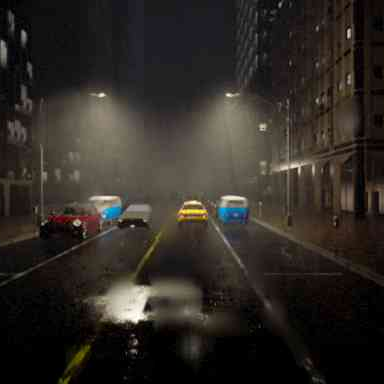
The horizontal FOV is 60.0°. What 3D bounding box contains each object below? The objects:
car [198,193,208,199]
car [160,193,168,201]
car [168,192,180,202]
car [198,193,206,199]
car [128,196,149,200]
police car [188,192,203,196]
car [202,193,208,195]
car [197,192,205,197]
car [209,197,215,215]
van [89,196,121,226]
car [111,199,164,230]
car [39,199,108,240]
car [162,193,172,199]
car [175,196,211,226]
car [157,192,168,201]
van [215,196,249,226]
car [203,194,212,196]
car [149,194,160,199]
[{"bbox_3d":[2.517,0.926,77.418,2.008,1.369,4.403,1,1,0],"label":"car"},{"bbox_3d":[-5.825,1.108,60.699,1.802,1.307,4.206,1,0,0],"label":"car"},{"bbox_3d":[-3.186,0.875,60.976,2.097,1.767,4.553,0,1,0],"label":"car"},{"bbox_3d":[2.503,0.906,82.995,1.802,1.307,4.206,1,1,0],"label":"car"},{"bbox_3d":[-5.760,1.318,33.170,1.947,1.339,4.313,1,0,0],"label":"car"},{"bbox_3d":[-0.001,1.183,42.634,2.038,1.542,4.974,0,1,0],"label":"police car"},{"bbox_3d":[2.582,1.171,49.533,2.008,1.369,4.403,1,0,0],"label":"car"},{"bbox_3d":[2.477,0.786,94.147,1.947,1.339,4.313,1,1,0],"label":"car"},{"bbox_3d":[2.634,1.347,27.487,2.008,1.369,4.403,1,0,0],"label":"car"},{"bbox_3d":[-5.731,1.181,21.818,1.690,1.788,3.998,1,0,0],"label":"van"},{"bbox_3d":[-3.147,1.399,20.248,2.033,1.411,5.357,0,0,0],"label":"car"},{"bbox_3d":[-5.719,1.323,16.143,1.967,1.590,4.097,1,0,0],"label":"car"},{"bbox_3d":[-5.864,0.941,77.420,1.947,1.339,4.313,1,1,0],"label":"car"},{"bbox_3d":[0.050,1.296,21.604,1.801,1.575,5.366,0,0,0],"label":"car"},{"bbox_3d":[-5.836,0.916,66.271,1.967,1.590,4.097,1,1,0],"label":"car"},{"bbox_3d":[2.650,1.180,21.811,1.690,1.788,3.998,1,0,0],"label":"van"},{"bbox_3d":[2.607,1.273,38.834,1.947,1.339,4.313,1,0,0],"label":"car"},{"bbox_3d":[-5.786,1.207,44.520,1.887,1.381,4.507,1,0,0],"label":"car"}]
